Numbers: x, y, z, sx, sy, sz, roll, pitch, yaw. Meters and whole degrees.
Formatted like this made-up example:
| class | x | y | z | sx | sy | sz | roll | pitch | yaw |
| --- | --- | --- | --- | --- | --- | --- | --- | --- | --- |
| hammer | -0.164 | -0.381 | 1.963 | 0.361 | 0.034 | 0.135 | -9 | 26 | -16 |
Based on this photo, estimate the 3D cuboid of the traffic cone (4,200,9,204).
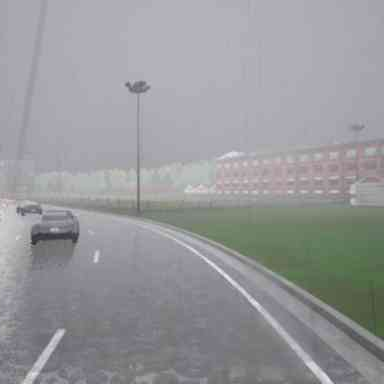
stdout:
| class | x | y | z | sx | sy | sz | roll | pitch | yaw |
| --- | --- | --- | --- | --- | --- | --- | --- | --- | --- |
| traffic cone | -36.638 | 2.002 | 66.101 | 0.340 | 0.580 | 0.340 | -1 | 0 | -34 |

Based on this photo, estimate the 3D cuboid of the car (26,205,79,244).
| class | x | y | z | sx | sy | sz | roll | pitch | yaw |
| --- | --- | --- | --- | --- | --- | --- | --- | --- | --- |
| car | -6.478 | 1.559 | 15.975 | 1.994 | 1.385 | 4.181 | 0 | 0 | -19 |

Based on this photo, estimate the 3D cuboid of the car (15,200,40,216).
| class | x | y | z | sx | sy | sz | roll | pitch | yaw |
| --- | --- | --- | --- | --- | --- | --- | --- | --- | --- |
| car | -15.774 | 1.534 | 32.311 | 1.812 | 1.442 | 4.674 | 0 | 0 | -34 |

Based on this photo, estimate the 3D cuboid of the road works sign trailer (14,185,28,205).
| class | x | y | z | sx | sy | sz | roll | pitch | yaw |
| --- | --- | --- | --- | --- | --- | --- | --- | --- | --- |
| road works sign trailer | -31.458 | 0.491 | 61.168 | 2.380 | 3.560 | 2.880 | -1 | 0 | -34 |
